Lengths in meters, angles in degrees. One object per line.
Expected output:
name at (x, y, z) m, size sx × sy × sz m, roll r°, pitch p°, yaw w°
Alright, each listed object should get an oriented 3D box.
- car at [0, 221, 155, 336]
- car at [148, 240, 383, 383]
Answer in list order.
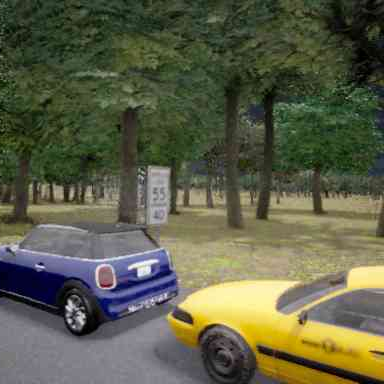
car at (-2.548, 1.389, 6.994) m, size 4.553 × 1.767 × 2.097 m, roll 0°, pitch 0°, yaw 36°
car at (2.149, 1.480, 3.614) m, size 5.366 × 1.575 × 1.801 m, roll 0°, pitch 0°, yaw 36°
